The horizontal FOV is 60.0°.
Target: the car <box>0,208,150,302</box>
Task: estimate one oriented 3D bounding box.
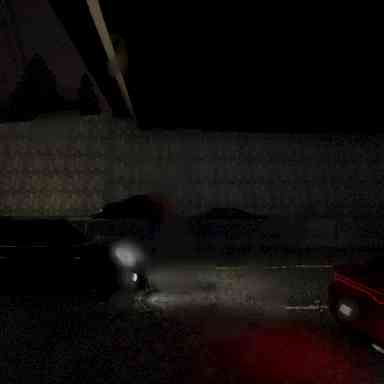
[{"bbox_3d":[-3.347,1.363,7.615,4.553,1.767,2.097,0,0,-6],"label":"car"}]

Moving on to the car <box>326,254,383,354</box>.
[{"bbox_3d":[4.605,1.501,4.917,5.008,1.535,1.882,0,0,-6],"label":"car"}]

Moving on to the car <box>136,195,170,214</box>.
[{"bbox_3d":[-4.671,1.282,28.791,5.566,2.045,2.150,0,0,-6],"label":"car"}]

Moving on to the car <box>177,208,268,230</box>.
[{"bbox_3d":[1.671,1.599,18.890,5.357,1.411,2.033,0,0,-6],"label":"car"}]

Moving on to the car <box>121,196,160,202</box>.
[{"bbox_3d":[-4.942,1.403,25.244,4.553,1.767,2.097,0,0,-6],"label":"car"}]

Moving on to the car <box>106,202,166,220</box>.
[{"bbox_3d":[-4.263,1.569,21.782,4.674,1.442,1.812,0,0,-6],"label":"car"}]
